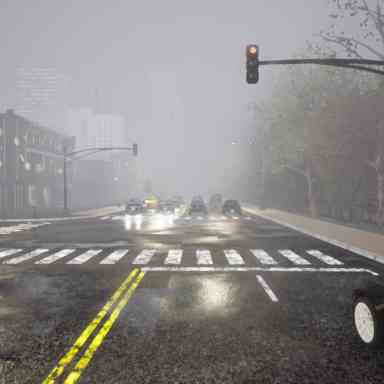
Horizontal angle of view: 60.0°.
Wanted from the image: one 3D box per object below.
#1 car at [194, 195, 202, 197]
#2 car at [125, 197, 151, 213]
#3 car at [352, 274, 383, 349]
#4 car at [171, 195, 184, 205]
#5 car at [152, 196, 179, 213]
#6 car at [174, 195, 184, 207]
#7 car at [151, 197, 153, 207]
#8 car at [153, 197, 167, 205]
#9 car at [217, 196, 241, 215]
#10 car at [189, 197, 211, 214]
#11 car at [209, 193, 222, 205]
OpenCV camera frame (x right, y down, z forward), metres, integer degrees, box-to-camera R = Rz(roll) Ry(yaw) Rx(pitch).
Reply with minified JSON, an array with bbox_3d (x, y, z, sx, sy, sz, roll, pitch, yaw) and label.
[{"bbox_3d":[0.993,1.331,58.368,2.097,1.767,4.553,0,0,1],"label":"car"},{"bbox_3d":[-6.046,1.480,36.376,2.128,1.511,4.902,0,0,-1],"label":"car"},{"bbox_3d":[3.397,1.477,3.220,1.882,1.535,5.008,0,0,1],"label":"car"},{"bbox_3d":[-2.447,1.333,57.664,2.097,1.767,4.553,0,0,1],"label":"car"},{"bbox_3d":[-2.830,1.480,36.704,2.128,1.511,4.902,0,0,-2],"label":"car"},{"bbox_3d":[-2.619,1.476,46.836,2.128,1.511,4.902,0,0,1],"label":"car"},{"bbox_3d":[-5.875,1.462,46.370,1.882,1.535,5.008,0,0,1],"label":"car"},{"bbox_3d":[-5.648,1.543,58.974,1.994,1.385,4.181,0,0,2],"label":"car"},{"bbox_3d":[3.869,1.495,33.917,1.837,1.490,4.892,0,0,1],"label":"car"},{"bbox_3d":[0.629,1.537,34.637,2.033,1.411,5.357,0,0,1],"label":"car"},{"bbox_3d":[4.253,1.200,59.048,2.150,2.045,5.566,0,0,1],"label":"car"}]
